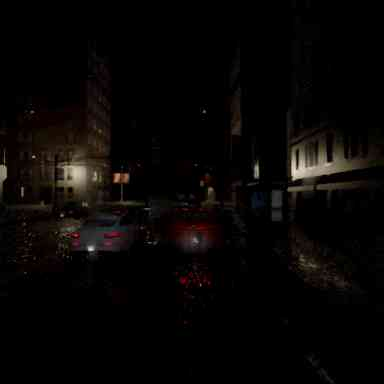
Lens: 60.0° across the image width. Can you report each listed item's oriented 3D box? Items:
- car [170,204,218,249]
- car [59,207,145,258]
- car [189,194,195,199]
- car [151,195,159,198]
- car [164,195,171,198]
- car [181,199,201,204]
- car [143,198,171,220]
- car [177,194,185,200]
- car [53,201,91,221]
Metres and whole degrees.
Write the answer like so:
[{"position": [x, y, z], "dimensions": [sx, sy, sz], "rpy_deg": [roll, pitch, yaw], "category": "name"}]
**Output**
[{"position": [0.098, 1.513, 14.504], "dimensions": [1.837, 1.490, 4.892], "rpy_deg": [0, 0, 0], "category": "car"}, {"position": [-3.147, 1.532, 12.684], "dimensions": [1.812, 1.442, 4.674], "rpy_deg": [0, 0, 0], "category": "car"}, {"position": [0.022, 1.635, 93.230], "dimensions": [1.895, 1.301, 4.718], "rpy_deg": [0, 0, 0], "category": "car"}, {"position": [-9.729, 1.550, 87.593], "dimensions": [1.837, 1.490, 4.892], "rpy_deg": [0, 0, 0], "category": "car"}, {"position": [-6.479, 1.549, 87.593], "dimensions": [1.837, 1.490, 4.892], "rpy_deg": [0, 0, 0], "category": "car"}, {"position": [0.091, 1.543, 27.961], "dimensions": [1.812, 1.442, 4.674], "rpy_deg": [0, 0, 0], "category": "car"}, {"position": [-3.144, 1.508, 27.857], "dimensions": [2.128, 1.511, 4.902], "rpy_deg": [0, 0, 0], "category": "car"}, {"position": [-3.228, 1.566, 93.201], "dimensions": [2.128, 1.511, 4.902], "rpy_deg": [0, 0, 0], "category": "car"}, {"position": [-9.793, 1.509, 27.546], "dimensions": [2.128, 1.511, 4.902], "rpy_deg": [0, 0, 0], "category": "car"}]
